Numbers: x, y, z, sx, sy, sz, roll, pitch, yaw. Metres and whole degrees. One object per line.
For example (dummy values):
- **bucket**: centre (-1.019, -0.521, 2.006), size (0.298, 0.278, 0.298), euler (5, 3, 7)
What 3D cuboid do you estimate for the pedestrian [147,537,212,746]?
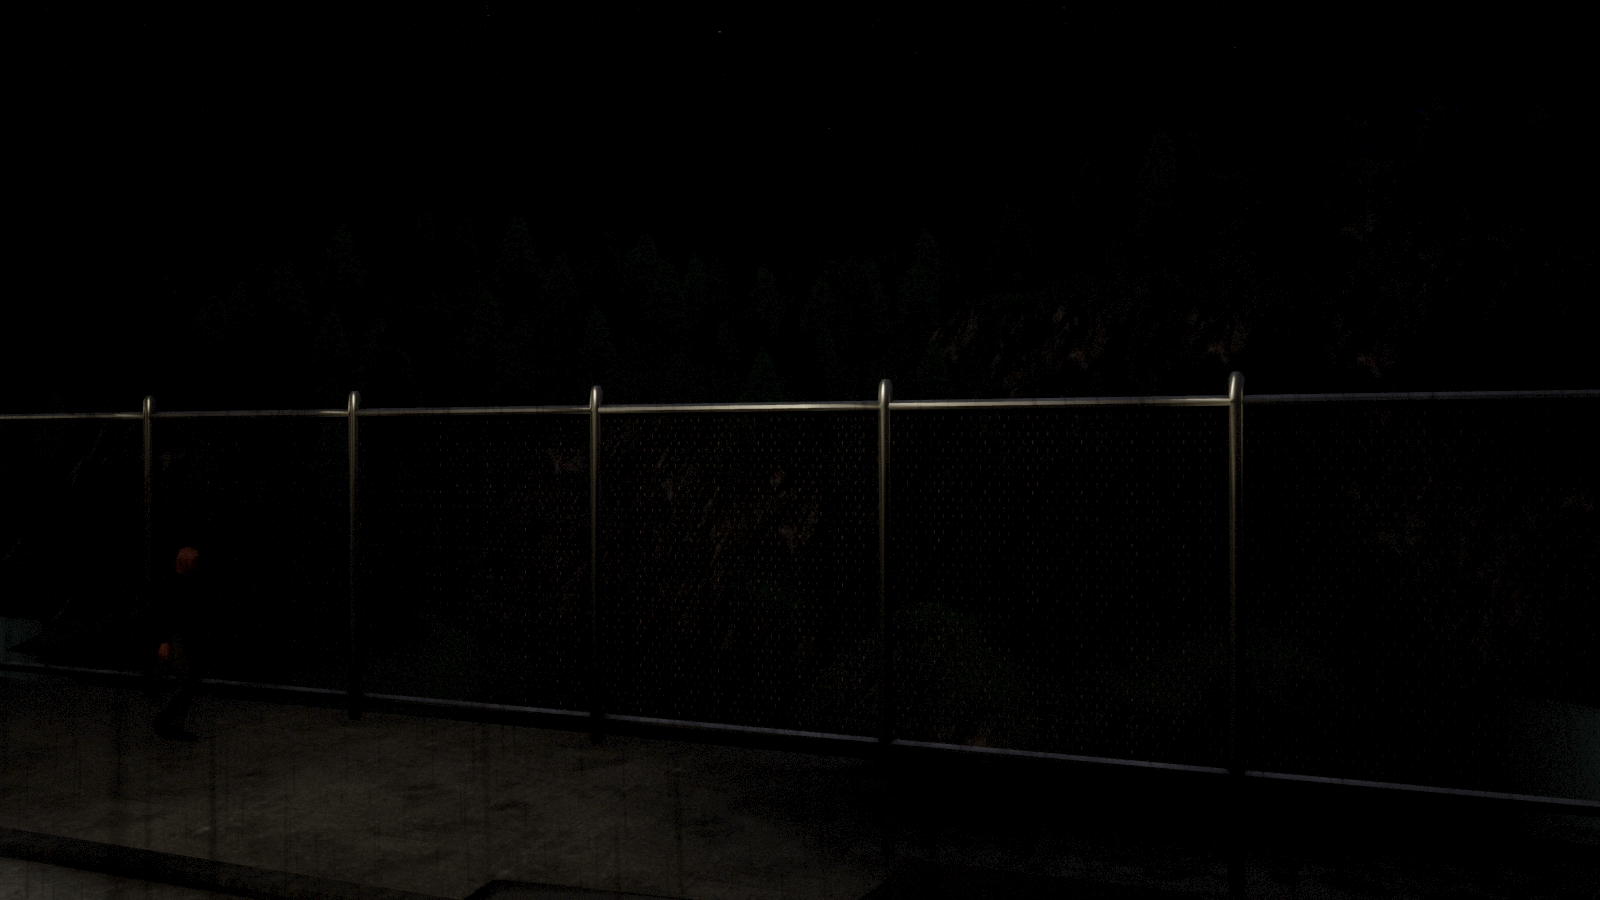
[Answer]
- **pedestrian**: centre (-5.717, 1.748, 10.539), size (0.375, 1.860, 0.375), euler (0, 0, 10)

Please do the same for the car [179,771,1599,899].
- **car**: centre (0.373, 2.156, 3.672), size (4.718, 1.301, 1.895), euler (0, 0, 20)
